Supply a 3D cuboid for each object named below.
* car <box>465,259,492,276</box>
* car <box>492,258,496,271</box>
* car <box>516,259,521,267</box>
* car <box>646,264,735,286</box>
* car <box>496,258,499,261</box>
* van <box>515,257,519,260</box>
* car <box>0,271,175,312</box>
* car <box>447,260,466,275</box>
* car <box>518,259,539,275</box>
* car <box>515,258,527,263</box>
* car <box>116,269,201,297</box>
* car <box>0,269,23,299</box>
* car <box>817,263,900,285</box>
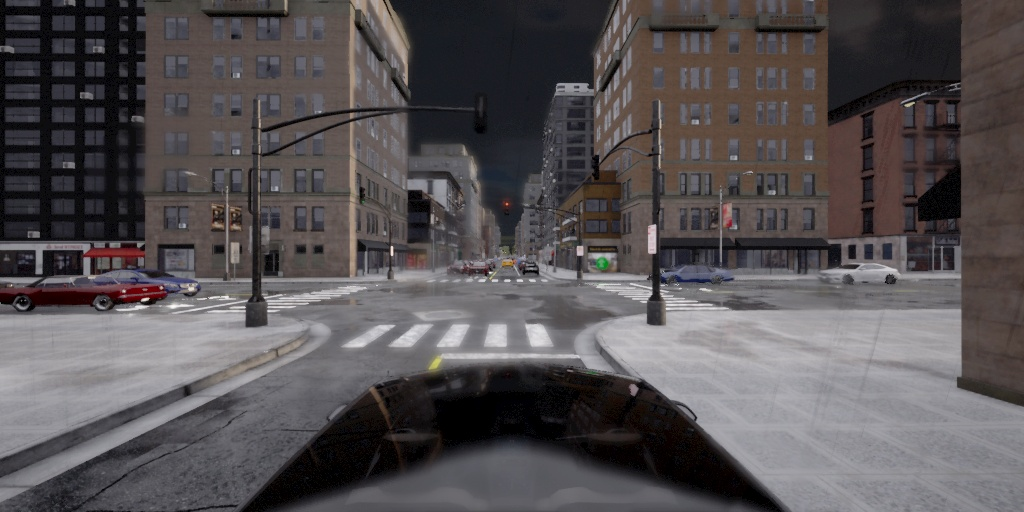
[{"bbox_3d":[-3.451,1.265,37.858,1.882,1.535,5.008,0,0,0],"label":"car"},{"bbox_3d":[-3.519,1.309,48.117,1.837,1.490,4.892,0,0,0],"label":"car"},{"bbox_3d":[1.947,1.391,50.743,1.802,1.307,4.207,0,0,0],"label":"car"},{"bbox_3d":[12.040,1.253,24.319,5.357,1.411,2.033,0,0,-1],"label":"car"},{"bbox_3d":[-3.581,1.426,58.273,1.895,1.301,4.718,0,0,0],"label":"car"},{"bbox_3d":[1.869,1.173,61.763,1.690,1.789,3.998,0,0,0],"label":"van"},{"bbox_3d":[-16.565,1.401,14.018,4.718,1.301,1.895,0,0,-1],"label":"car"},{"bbox_3d":[-6.001,1.230,39.664,1.967,1.591,4.097,0,0,0],"label":"car"},{"bbox_3d":[2.024,1.355,39.720,1.948,1.339,4.313,0,0,0],"label":"car"},{"bbox_3d":[1.908,1.386,56.253,1.948,1.339,4.313,0,0,0],"label":"car"},{"bbox_3d":[-17.737,1.337,17.247,4.674,1.442,1.812,0,0,1],"label":"car"},{"bbox_3d":[-27.462,1.396,17.133,5.357,1.411,2.033,0,0,-1],"label":"car"},{"bbox_3d":[23.605,1.183,24.454,4.674,1.442,1.812,0,0,-1],"label":"car"}]
